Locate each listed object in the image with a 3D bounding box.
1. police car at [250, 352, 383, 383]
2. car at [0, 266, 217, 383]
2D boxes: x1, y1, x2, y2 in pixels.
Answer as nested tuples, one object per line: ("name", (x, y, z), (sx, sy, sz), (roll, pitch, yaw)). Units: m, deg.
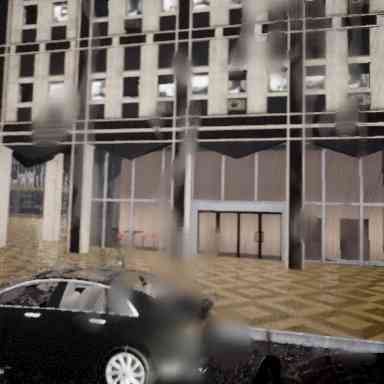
("police car", (2.976, 1.711, 2.137), (5.238, 1.638, 1.930), (2, -4, 11))
("car", (-1.834, 1.796, 4.942), (4.403, 1.369, 2.008), (2, -5, 11))
